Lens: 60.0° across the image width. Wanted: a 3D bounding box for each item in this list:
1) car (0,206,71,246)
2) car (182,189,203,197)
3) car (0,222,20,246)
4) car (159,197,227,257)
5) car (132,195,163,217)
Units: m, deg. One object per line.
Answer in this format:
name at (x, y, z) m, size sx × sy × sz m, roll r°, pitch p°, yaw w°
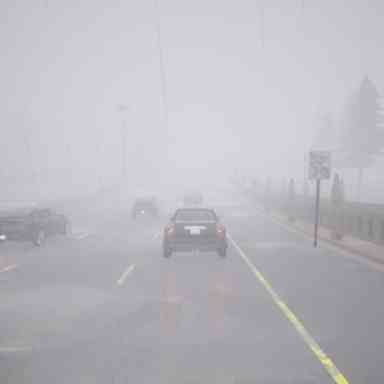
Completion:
car at (-6.899, 1.391, 14.579) m, size 1.837 × 1.490 × 4.892 m, roll 0°, pitch 0°, yaw 0°
car at (0.088, 0.446, 32.967) m, size 1.882 × 1.535 × 5.008 m, roll 0°, pitch 5°, yaw 0°
car at (-3.400, 1.335, 2.187) m, size 2.097 × 1.767 × 4.553 m, roll 0°, pitch 0°, yaw 0°
car at (0.101, 1.257, 12.681) m, size 2.097 × 1.767 × 4.553 m, roll 0°, pitch 0°, yaw 0°
car at (-3.398, 1.024, 25.457) m, size 1.837 × 1.490 × 4.892 m, roll 0°, pitch 3°, yaw 0°
